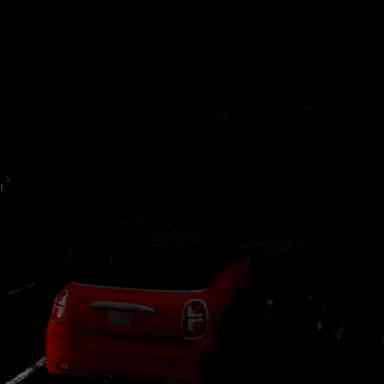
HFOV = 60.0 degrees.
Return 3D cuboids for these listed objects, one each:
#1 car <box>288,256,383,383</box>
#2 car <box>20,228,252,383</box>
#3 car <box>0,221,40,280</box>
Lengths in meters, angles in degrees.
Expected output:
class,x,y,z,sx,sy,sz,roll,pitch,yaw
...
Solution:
class,x,y,z,sx,sy,sz,roll,pitch,yaw
car,2.269,1.484,3.785,2.231,1.521,4.892,0,-1,15
car,-0.202,1.373,5.523,2.185,1.767,4.553,0,-1,15
car,-5.152,1.531,8.995,2.097,1.535,5.008,0,-1,14
